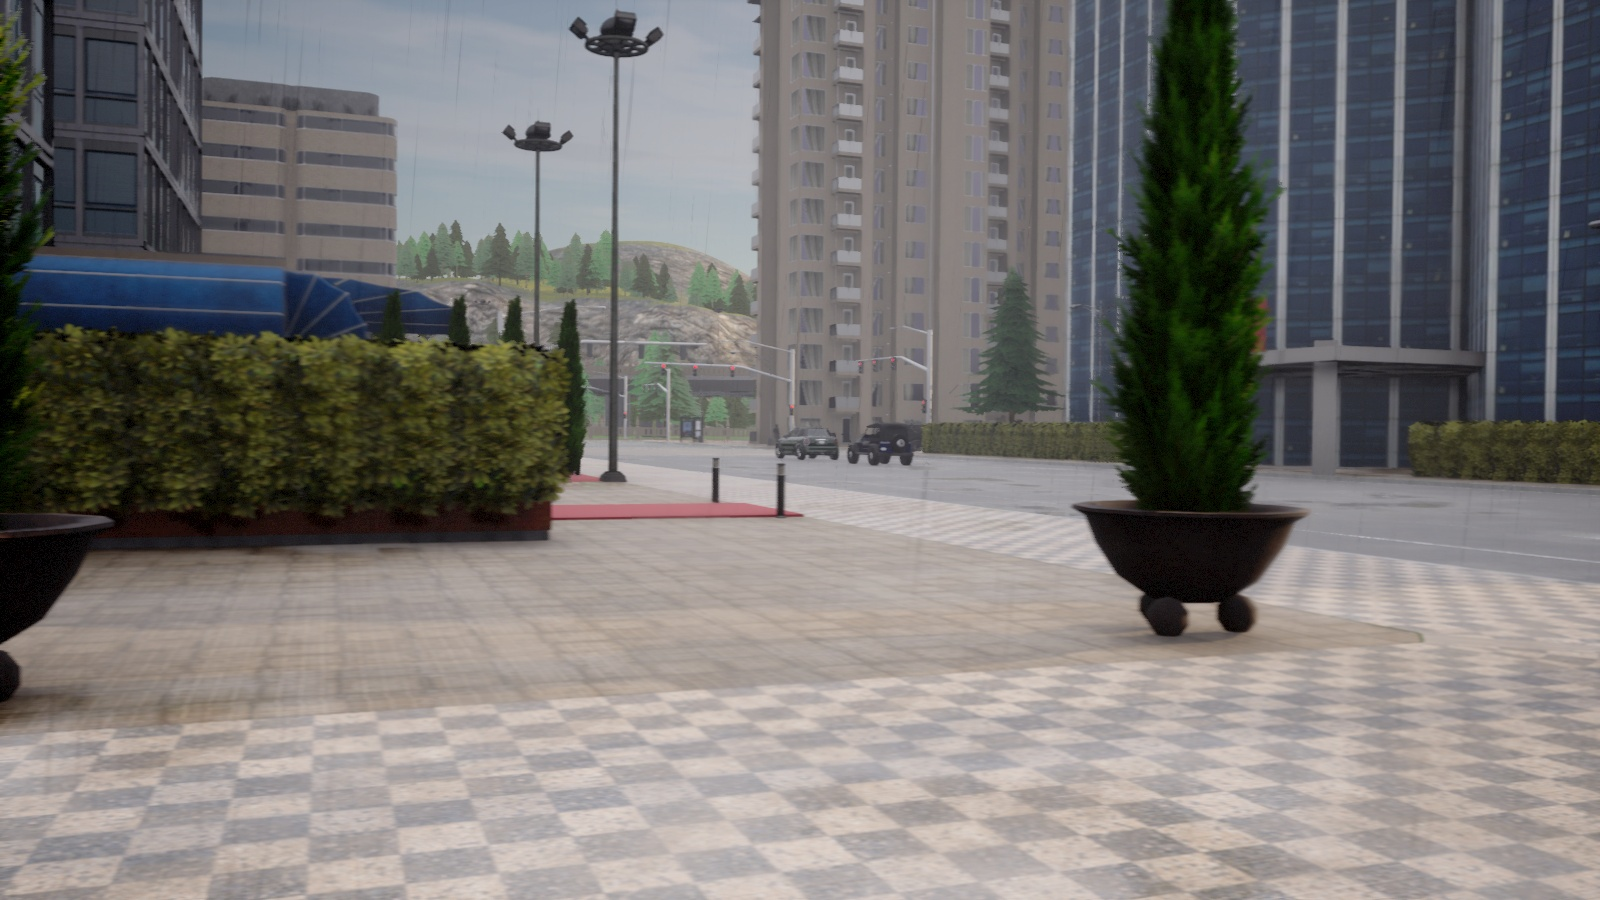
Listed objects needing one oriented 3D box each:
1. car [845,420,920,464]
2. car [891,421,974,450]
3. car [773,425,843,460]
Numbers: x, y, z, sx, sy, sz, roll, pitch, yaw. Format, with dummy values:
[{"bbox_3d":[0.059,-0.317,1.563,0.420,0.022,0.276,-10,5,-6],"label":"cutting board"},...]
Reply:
[{"bbox_3d":[3.682,-0.364,56.433,1.905,1.878,3.866,-1,1,-21],"label":"car"},{"bbox_3d":[9.510,-1.053,90.213,5.566,2.045,2.150,-1,1,-20],"label":"car"},{"bbox_3d":[0.367,-0.405,65.023,2.097,1.767,4.553,-1,1,-21],"label":"car"}]
